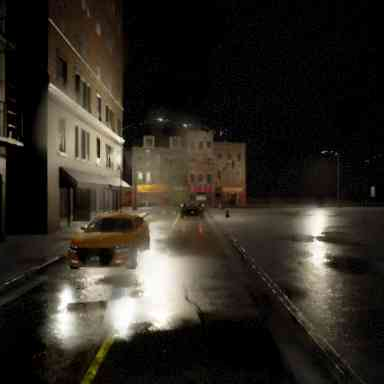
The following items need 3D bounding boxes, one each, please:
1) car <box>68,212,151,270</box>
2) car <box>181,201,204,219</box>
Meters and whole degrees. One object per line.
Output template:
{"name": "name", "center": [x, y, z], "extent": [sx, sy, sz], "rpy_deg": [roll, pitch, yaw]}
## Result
{"name": "car", "center": [-2.566, 1.481, 11.312], "extent": [1.882, 1.535, 5.008], "rpy_deg": [0, 0, 0]}
{"name": "car", "center": [0.035, 1.497, 29.075], "extent": [1.882, 1.535, 5.008], "rpy_deg": [0, 0, 0]}
